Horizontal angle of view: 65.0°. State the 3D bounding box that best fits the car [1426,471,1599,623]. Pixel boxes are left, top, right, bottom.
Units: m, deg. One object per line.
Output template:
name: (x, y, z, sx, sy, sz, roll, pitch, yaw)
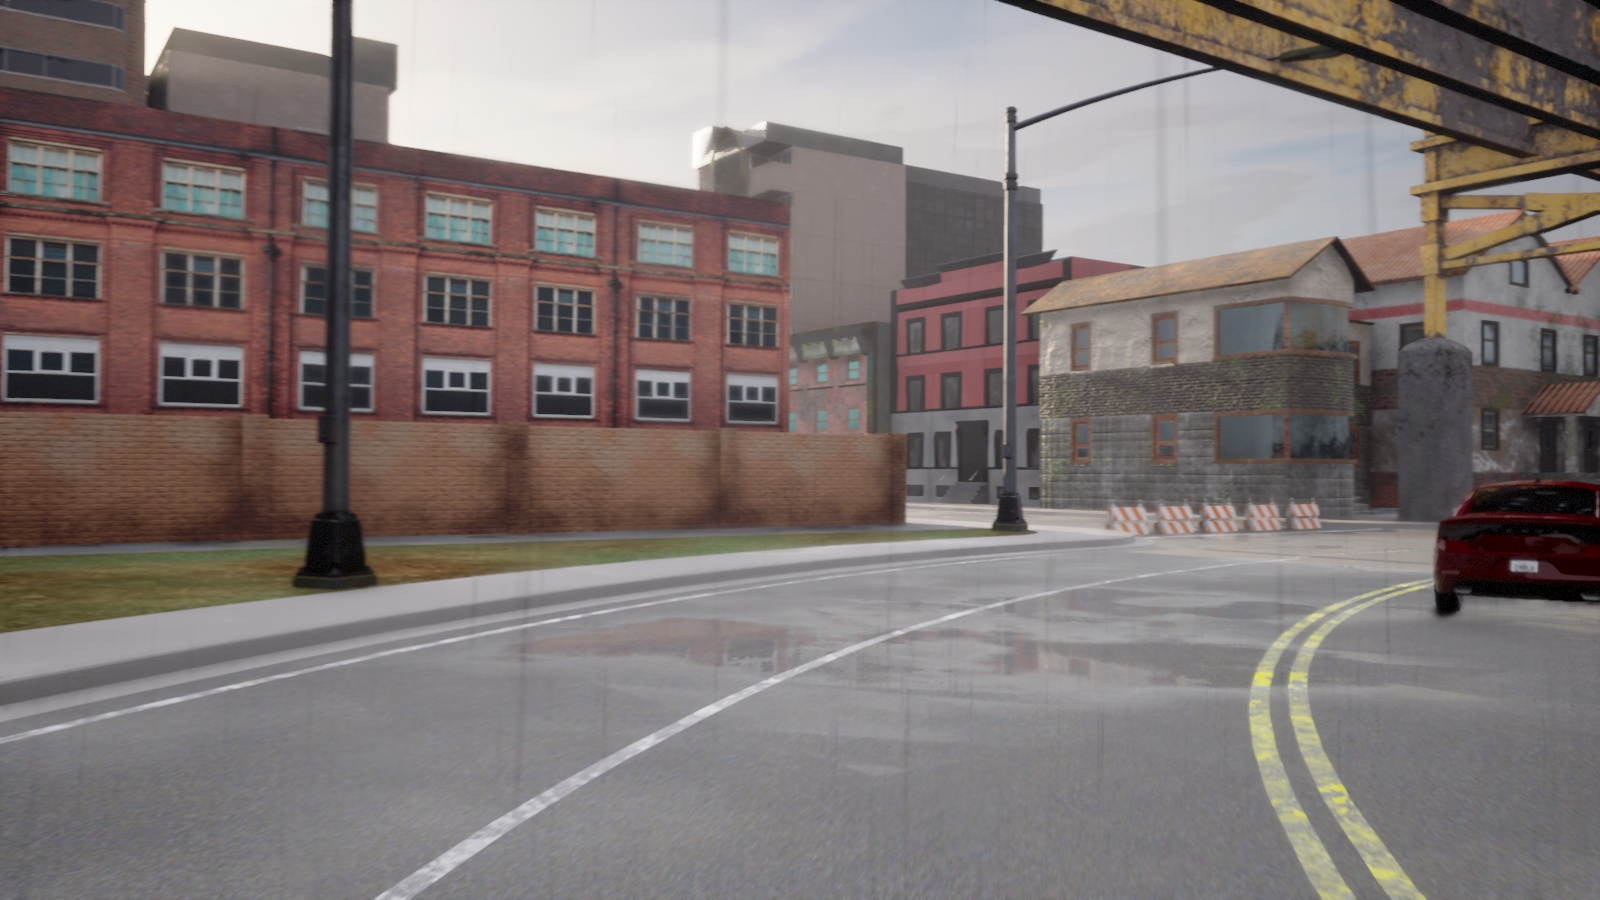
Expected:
car: (9.006, 1.026, 15.139, 1.882, 1.535, 5.008, -1, -1, 35)
